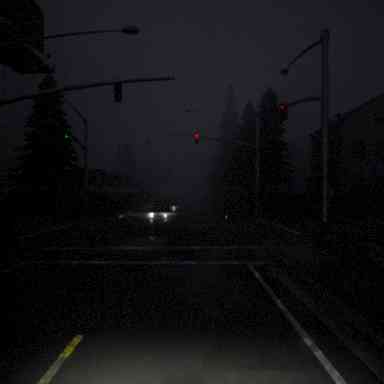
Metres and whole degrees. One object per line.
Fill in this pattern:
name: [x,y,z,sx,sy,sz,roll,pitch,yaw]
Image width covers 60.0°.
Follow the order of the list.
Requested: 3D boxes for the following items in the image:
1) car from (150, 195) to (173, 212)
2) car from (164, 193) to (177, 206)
car: [-3.575,1.462,37.746,1.837,1.490,4.892,0,0,0]
car: [-3.539,1.162,52.128,2.150,2.045,5.566,0,0,1]
